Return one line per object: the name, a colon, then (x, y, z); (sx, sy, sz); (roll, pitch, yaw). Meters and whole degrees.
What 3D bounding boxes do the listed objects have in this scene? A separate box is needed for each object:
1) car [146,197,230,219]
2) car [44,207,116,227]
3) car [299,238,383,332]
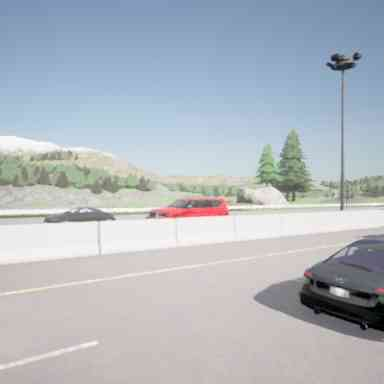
car: (-0.102, 1.351, 21.029); (5.566, 2.045, 2.150); (1, -1, -35)
car: (-6.850, 1.628, 20.568); (4.181, 1.385, 1.994); (1, 0, -35)
car: (4.064, 1.638, 6.649); (4.181, 1.385, 1.994); (1, 0, -36)
